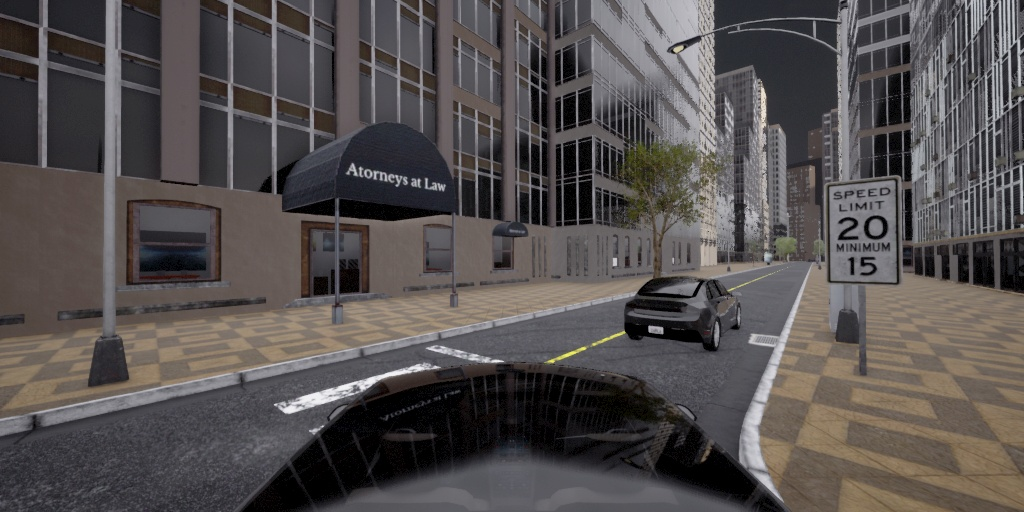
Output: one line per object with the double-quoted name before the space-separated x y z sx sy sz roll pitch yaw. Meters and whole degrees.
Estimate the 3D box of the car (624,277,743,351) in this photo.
"car" 4.488 1.257 9.145 1.837 1.490 4.892 -1 0 40
